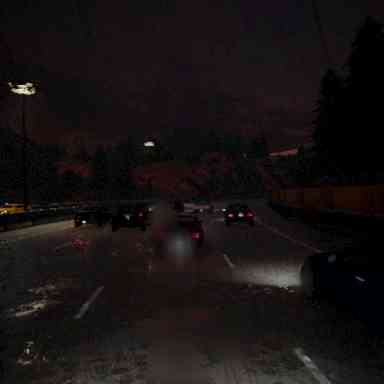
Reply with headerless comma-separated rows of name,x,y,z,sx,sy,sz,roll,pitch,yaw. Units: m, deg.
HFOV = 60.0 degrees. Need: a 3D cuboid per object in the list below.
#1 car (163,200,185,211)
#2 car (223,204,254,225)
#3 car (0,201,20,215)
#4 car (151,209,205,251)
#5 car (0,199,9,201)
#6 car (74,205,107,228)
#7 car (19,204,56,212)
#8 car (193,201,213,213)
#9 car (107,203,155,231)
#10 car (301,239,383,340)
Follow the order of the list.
car,-2.063,1.683,38.713,1.837,1.490,4.892,-1,0,9
car,3.276,1.546,23.836,2.033,1.411,5.357,-1,0,4
car,-20.161,2.091,37.270,1.882,1.535,5.008,-1,-1,8
car,-0.470,1.660,14.513,1.895,1.301,4.718,-1,0,0
car,-23.503,1.921,38.696,2.150,2.045,5.566,-1,0,8
car,-7.129,1.760,24.834,1.837,1.490,4.892,-2,0,3
car,-16.661,2.092,37.037,1.994,1.385,4.181,-1,0,8
car,1.357,1.693,38.107,1.895,1.301,4.718,-1,0,9
car,-3.767,1.518,22.170,2.097,1.767,4.553,-1,0,3
car,3.373,1.461,5.323,1.812,1.442,4.674,-1,0,-4
